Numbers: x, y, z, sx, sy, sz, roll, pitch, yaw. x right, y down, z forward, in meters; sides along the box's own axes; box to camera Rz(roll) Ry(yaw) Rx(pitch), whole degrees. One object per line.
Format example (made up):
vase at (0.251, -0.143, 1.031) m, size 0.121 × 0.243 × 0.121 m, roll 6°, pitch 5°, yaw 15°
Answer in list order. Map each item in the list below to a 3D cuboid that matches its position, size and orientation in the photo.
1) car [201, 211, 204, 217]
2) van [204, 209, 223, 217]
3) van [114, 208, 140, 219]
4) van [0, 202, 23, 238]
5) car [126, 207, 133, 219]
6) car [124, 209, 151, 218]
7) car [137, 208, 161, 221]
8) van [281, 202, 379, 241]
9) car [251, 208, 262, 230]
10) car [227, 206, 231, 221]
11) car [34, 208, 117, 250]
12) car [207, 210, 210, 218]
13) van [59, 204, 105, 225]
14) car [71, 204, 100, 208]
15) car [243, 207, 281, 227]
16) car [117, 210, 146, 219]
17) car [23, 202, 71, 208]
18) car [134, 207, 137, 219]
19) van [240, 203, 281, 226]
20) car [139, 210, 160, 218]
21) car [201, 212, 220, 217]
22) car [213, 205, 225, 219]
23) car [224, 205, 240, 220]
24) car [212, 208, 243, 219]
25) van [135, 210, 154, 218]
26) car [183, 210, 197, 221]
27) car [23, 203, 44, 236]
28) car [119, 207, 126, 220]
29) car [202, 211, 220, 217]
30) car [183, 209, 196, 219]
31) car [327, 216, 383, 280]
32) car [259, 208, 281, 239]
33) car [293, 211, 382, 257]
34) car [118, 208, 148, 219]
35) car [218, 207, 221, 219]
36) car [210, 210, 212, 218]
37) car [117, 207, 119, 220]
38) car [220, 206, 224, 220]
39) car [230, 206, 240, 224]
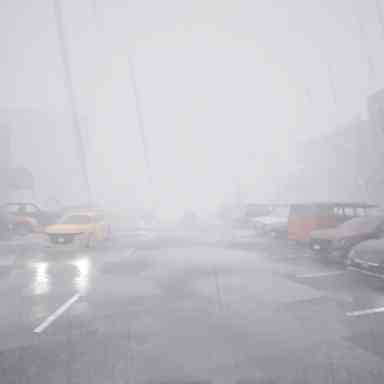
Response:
car at (5.552, 5.303, 79.079) m, size 5.008 × 1.535 × 2.097 m, roll 2°, pitch -4°, yaw -21°
van at (5.522, 5.489, 84.996) m, size 4.442 × 1.987 × 1.878 m, roll 2°, pitch -5°, yaw -21°
van at (-12.040, 3.918, 61.584) m, size 4.442 × 1.987 × 1.878 m, roll 1°, pitch -4°, yaw -21°
van at (-11.325, 1.521, 16.840) m, size 4.442 × 1.987 × 1.878 m, roll 0°, pitch -2°, yaw -20°
car at (-11.531, 3.186, 46.748) m, size 5.366 × 1.575 × 1.946 m, roll 0°, pitch -4°, yaw -21°
car at (-12.125, 4.730, 73.599) m, size 5.566 × 2.045 × 2.435 m, roll 1°, pitch -4°, yaw -20°
car at (-5.310, 2.942, 41.986) m, size 1.812 × 1.442 × 4.674 m, roll 0°, pitch -3°, yaw 0°
van at (6.501, 1.432, 14.692) m, size 4.442 × 1.987 × 1.878 m, roll 1°, pitch -2°, yaw -20°
car at (6.363, 1.901, 20.493) m, size 4.674 × 1.452 × 2.002 m, roll 2°, pitch -2°, yaw -20°
car at (6.244, 2.407, 32.208) m, size 4.792 × 1.488 × 2.163 m, roll 2°, pitch -3°, yaw -20°
car at (-5.137, 1.685, 15.515) m, size 1.882 × 1.535 × 5.008 m, roll 0°, pitch -2°, yaw 0°
car at (5.859, 3.958, 61.514) m, size 4.553 × 1.767 × 2.185 m, roll 2°, pitch -4°, yaw -21°
van at (-11.462, 2.310, 34.787) m, size 4.442 × 1.987 × 1.878 m, roll 0°, pitch -3°, yaw -20°
car at (-11.509, 2.263, 31.753) m, size 4.553 × 1.767 × 2.185 m, roll 0°, pitch -3°, yaw -20°
car at (6.344, 2.022, 23.430) m, size 4.674 × 1.452 × 2.002 m, roll 2°, pitch -2°, yaw -20°
car at (-11.808, 4.351, 64.670) m, size 5.366 × 1.575 × 1.946 m, roll 1°, pitch -5°, yaw -21°
car at (-11.452, 1.732, 22.799) m, size 5.566 × 2.045 × 2.435 m, roll 0°, pitch -3°, yaw -20°
car at (-11.961, 3.548, 52.588) m, size 5.366 × 1.575 × 1.946 m, roll 1°, pitch -4°, yaw -21°
van at (6.430, 1.886, 26.416) m, size 4.442 × 1.987 × 1.878 m, roll 2°, pitch -3°, yaw -20°
car at (-11.999, 6.196, 94.613) m, size 5.566 × 2.045 × 2.435 m, roll 0°, pitch -5°, yaw -19°
car at (5.216, 6.353, 93.767) m, size 4.792 × 1.488 × 2.163 m, roll 2°, pitch -5°, yaw -21°
car at (6.176, 2.740, 43.974) m, size 5.566 × 2.045 × 2.435 m, roll 2°, pitch -4°, yaw -21°
car at (6.214, 2.395, 35.156) m, size 4.553 × 1.767 × 2.185 m, roll 2°, pitch -3°, yaw -20°
car at (5.955, 3.570, 55.661) m, size 4.553 × 1.767 × 2.185 m, roll 2°, pitch -4°, yaw -21°
van at (-12.200, 5.592, 85.570) m, size 4.442 × 1.987 × 1.878 m, roll 1°, pitch -4°, yaw -20°
car at (-0.278, 3.157, 44.535) m, size 1.895 × 1.301 × 4.718 m, roll 0°, pitch -3°, yaw -1°
car at (-11.483, 1.734, 19.775) m, size 4.553 × 1.767 × 2.185 m, roll 0°, pitch -2°, yaw -20°
car at (-11.638, 3.047, 43.707) m, size 4.792 × 1.488 × 2.163 m, roll 0°, pitch -4°, yaw -21°
car at (5.237, 5.992, 90.815) m, size 4.553 × 1.767 × 2.185 m, roll 2°, pitch -5°, yaw -21°
car at (-0.416, 3.653, 54.552) m, size 2.128 × 1.511 × 4.902 m, roll 0°, pitch -4°, yaw -1°
car at (6.415, 1.525, 8.789) m, size 4.892 × 1.521 × 2.231 m, roll 1°, pitch -1°, yaw -20°
car at (6.348, 1.778, 17.562) m, size 4.792 × 1.488 × 2.163 m, roll 2°, pitch -2°, yaw -20°
car at (6.407, 1.579, 11.715) m, size 5.008 × 1.535 × 2.097 m, roll 1°, pitch -2°, yaw -20°
car at (-12.060, 4.310, 67.595) m, size 5.566 × 2.045 × 2.435 m, roll 1°, pitch -4°, yaw -21°
car at (6.176, 2.827, 41.018) m, size 4.892 × 1.521 × 2.231 m, roll 2°, pitch -4°, yaw -21°
car at (6.021, 3.509, 52.729) m, size 5.008 × 1.535 × 2.097 m, roll 2°, pitch -4°, yaw -21°
car at (-11.425, 2.688, 37.788) m, size 5.366 × 1.575 × 1.946 m, roll 0°, pitch -3°, yaw -21°
car at (6.208, 2.673, 38.085) m, size 4.892 × 1.521 × 2.231 m, roll 2°, pitch -3°, yaw -21°
car at (6.303, 2.239, 29.296) m, size 5.008 × 1.535 × 2.097 m, roll 2°, pitch -3°, yaw -20°
